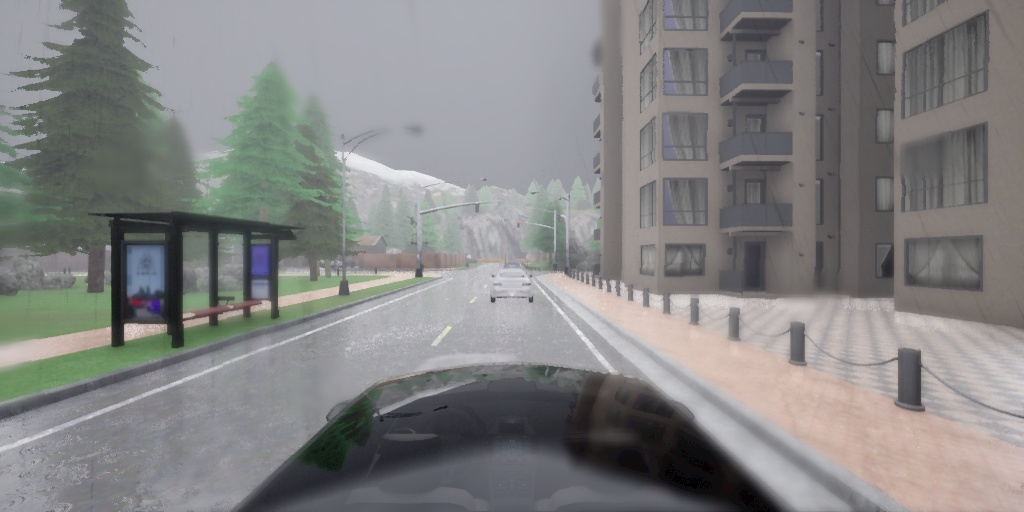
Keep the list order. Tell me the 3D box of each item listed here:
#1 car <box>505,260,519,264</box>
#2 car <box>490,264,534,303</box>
[{"bbox_3d":[0.000,1.311,31.500,2.033,1.411,5.357,0,0,0],"label":"car"},{"bbox_3d":[0.000,1.281,16.500,1.812,1.442,4.674,0,0,0],"label":"car"}]
